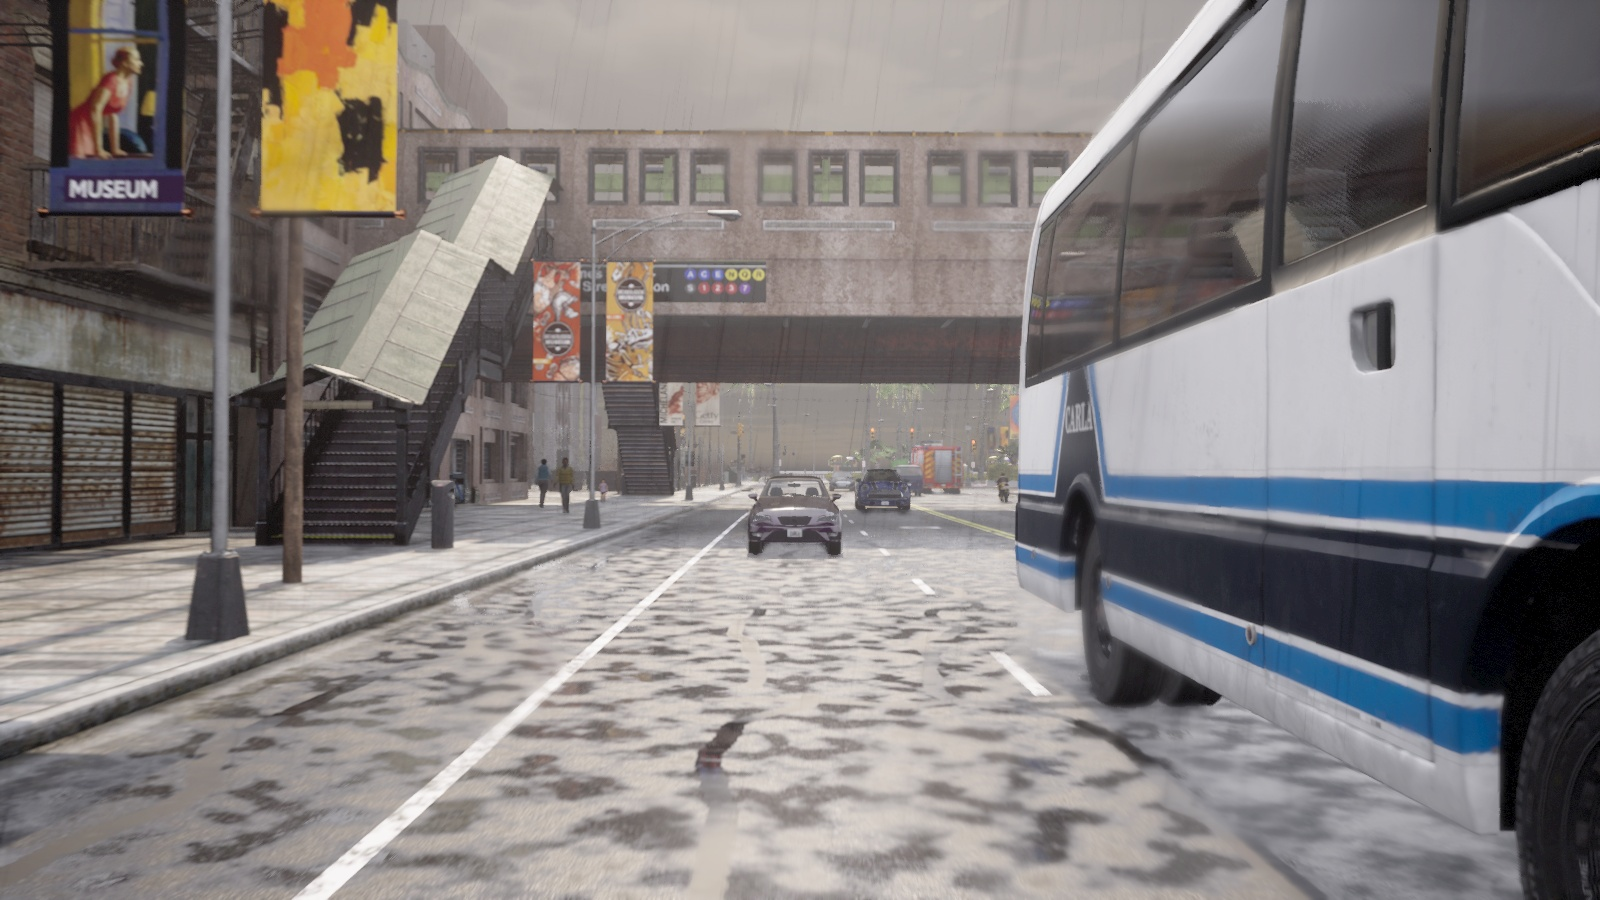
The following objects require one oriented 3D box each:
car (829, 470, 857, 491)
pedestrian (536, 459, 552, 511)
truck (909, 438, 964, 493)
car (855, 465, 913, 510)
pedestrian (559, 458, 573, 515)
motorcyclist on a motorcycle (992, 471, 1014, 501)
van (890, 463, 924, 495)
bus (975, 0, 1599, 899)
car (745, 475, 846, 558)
[{"bbox_3d":[3.307,2.368,97.957,2.033,1.649,4.856,0,-1,0],"label":"car"},{"bbox_3d":[-9.450,1.284,46.394,0.396,1.930,0.692,0,-1,4],"label":"pedestrian"},{"bbox_3d":[9.880,1.146,91.930,2.891,3.827,8.468,0,-1,-1],"label":"truck"},{"bbox_3d":[3.398,1.524,51.763,2.097,1.767,4.553,0,-1,0],"label":"car"},{"bbox_3d":[-7.593,1.183,40.791,0.431,1.840,0.709,0,-1,-10],"label":"pedestrian"},{"bbox_3d":[10.410,1.830,64.359,0.797,1.523,2.044,0,-1,0],"label":"motorcyclist on a motorcycle"},{"bbox_3d":[6.839,1.883,80.615,1.775,1.987,4.442,0,-1,0],"label":"van"},{"bbox_3d":[3.478,-0.478,5.838,3.944,4.253,10.273,0,-1,0],"label":"bus"},{"bbox_3d":[-0.092,1.243,24.832,1.816,1.474,4.193,0,-1,0],"label":"car"}]
